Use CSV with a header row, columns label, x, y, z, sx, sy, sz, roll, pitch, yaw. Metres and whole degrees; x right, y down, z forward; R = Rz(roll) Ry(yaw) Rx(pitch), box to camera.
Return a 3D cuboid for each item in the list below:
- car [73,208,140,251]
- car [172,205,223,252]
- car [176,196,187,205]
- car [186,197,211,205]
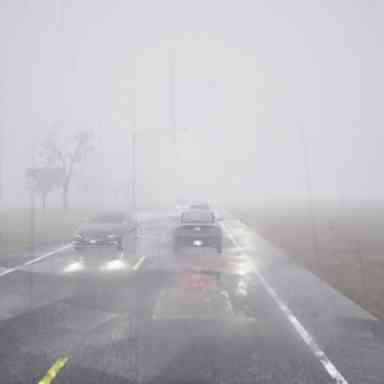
label,x,y,z,sx,sy,sz,roll,pitch,yaw
car,-3.446,1.500,14.137,1.837,1.490,4.892,0,0,1
car,0.242,1.501,13.908,1.837,1.490,4.892,0,0,1
car,-1.530,1.452,57.094,1.882,1.535,5.008,0,0,4
car,0.732,1.467,31.214,1.882,1.535,5.008,0,0,2
